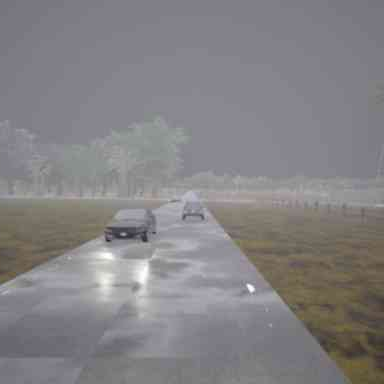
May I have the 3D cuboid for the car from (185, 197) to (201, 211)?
[{"bbox_3d":[0.103,1.441,41.775,1.882,1.535,5.008,0,0,0],"label":"car"}]

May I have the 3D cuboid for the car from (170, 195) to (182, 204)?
[{"bbox_3d":[-2.741,1.219,58.218,1.882,1.535,5.008,0,0,0],"label":"car"}]

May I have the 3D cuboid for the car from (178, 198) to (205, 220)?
[{"bbox_3d":[0.102,1.531,28.321,2.033,1.411,5.357,0,0,0],"label":"car"}]

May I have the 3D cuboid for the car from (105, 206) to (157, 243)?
[{"bbox_3d":[-2.847,1.473,16.287,1.882,1.535,5.008,0,0,0],"label":"car"}]
